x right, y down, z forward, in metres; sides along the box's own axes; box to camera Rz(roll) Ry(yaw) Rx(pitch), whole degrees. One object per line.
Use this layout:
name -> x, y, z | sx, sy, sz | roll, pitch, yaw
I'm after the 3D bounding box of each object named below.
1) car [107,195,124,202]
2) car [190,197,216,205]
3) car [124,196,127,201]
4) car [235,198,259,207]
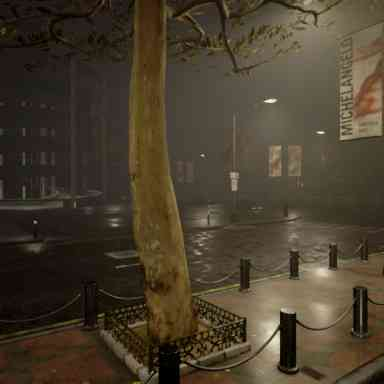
car -> -19.027, 1.474, 77.398 | 4.674, 1.442, 1.812 | 0, 0, 12
car -> 1.861, 1.547, 58.039 | 2.033, 1.411, 5.357 | 0, 0, -38
car -> -18.068, 1.464, 80.764 | 4.674, 1.442, 1.812 | 0, 0, 12
car -> 8.013, 1.564, 49.576 | 1.994, 1.385, 4.181 | 0, 0, -36
